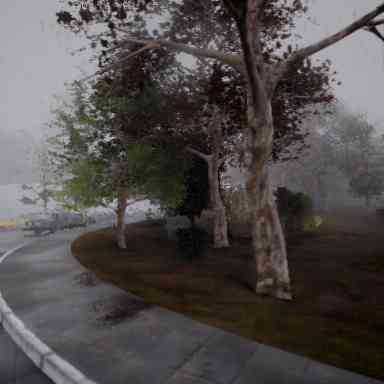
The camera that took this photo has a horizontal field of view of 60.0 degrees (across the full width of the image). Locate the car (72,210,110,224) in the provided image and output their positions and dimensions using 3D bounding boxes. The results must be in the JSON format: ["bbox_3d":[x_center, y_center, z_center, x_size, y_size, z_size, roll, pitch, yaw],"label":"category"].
[{"bbox_3d":[-14.978,3.690,49.435,4.892,1.521,2.231,-6,-3,8],"label":"car"}]

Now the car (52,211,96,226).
[{"bbox_3d":[-16.560,3.709,46.824,5.366,1.575,1.946,-6,-3,8],"label":"car"}]

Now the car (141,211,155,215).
[{"bbox_3d":[-5.767,3.252,56.144,2.033,1.411,5.357,-6,-3,28],"label":"car"}]

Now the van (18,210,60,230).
[{"bbox_3d":[-19.068,3.467,41.525,4.442,1.987,1.878,-6,-3,8],"label":"van"}]

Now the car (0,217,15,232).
[{"bbox_3d":[-20.371,3.687,38.868,5.366,1.575,1.946,-6,-3,8],"label":"car"}]

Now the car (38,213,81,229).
[{"bbox_3d":[-15.218,3.291,38.368,1.994,1.385,4.181,-6,-3,28],"label":"car"}]

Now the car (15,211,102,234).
[{"bbox_3d":[-9.404,2.129,23.953,2.033,1.411,5.357,-7,-3,28],"label":"car"}]

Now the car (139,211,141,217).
[{"bbox_3d":[-10.812,3.691,57.358,4.892,1.521,2.231,-6,-3,8],"label":"car"}]

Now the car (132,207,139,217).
[{"bbox_3d":[-12.253,3.439,54.725,5.566,2.045,2.435,-6,-3,8],"label":"car"}]

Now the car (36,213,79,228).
[{"bbox_3d":[-17.795,3.731,44.163,4.792,1.488,2.163,-6,-3,8],"label":"car"}]

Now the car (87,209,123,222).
[{"bbox_3d":[-13.595,3.687,52.081,5.008,1.535,2.097,-6,-3,8],"label":"car"}]

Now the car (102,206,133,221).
[{"bbox_3d":[-11.052,3.202,46.254,2.128,1.511,4.902,-6,-3,28],"label":"car"}]
